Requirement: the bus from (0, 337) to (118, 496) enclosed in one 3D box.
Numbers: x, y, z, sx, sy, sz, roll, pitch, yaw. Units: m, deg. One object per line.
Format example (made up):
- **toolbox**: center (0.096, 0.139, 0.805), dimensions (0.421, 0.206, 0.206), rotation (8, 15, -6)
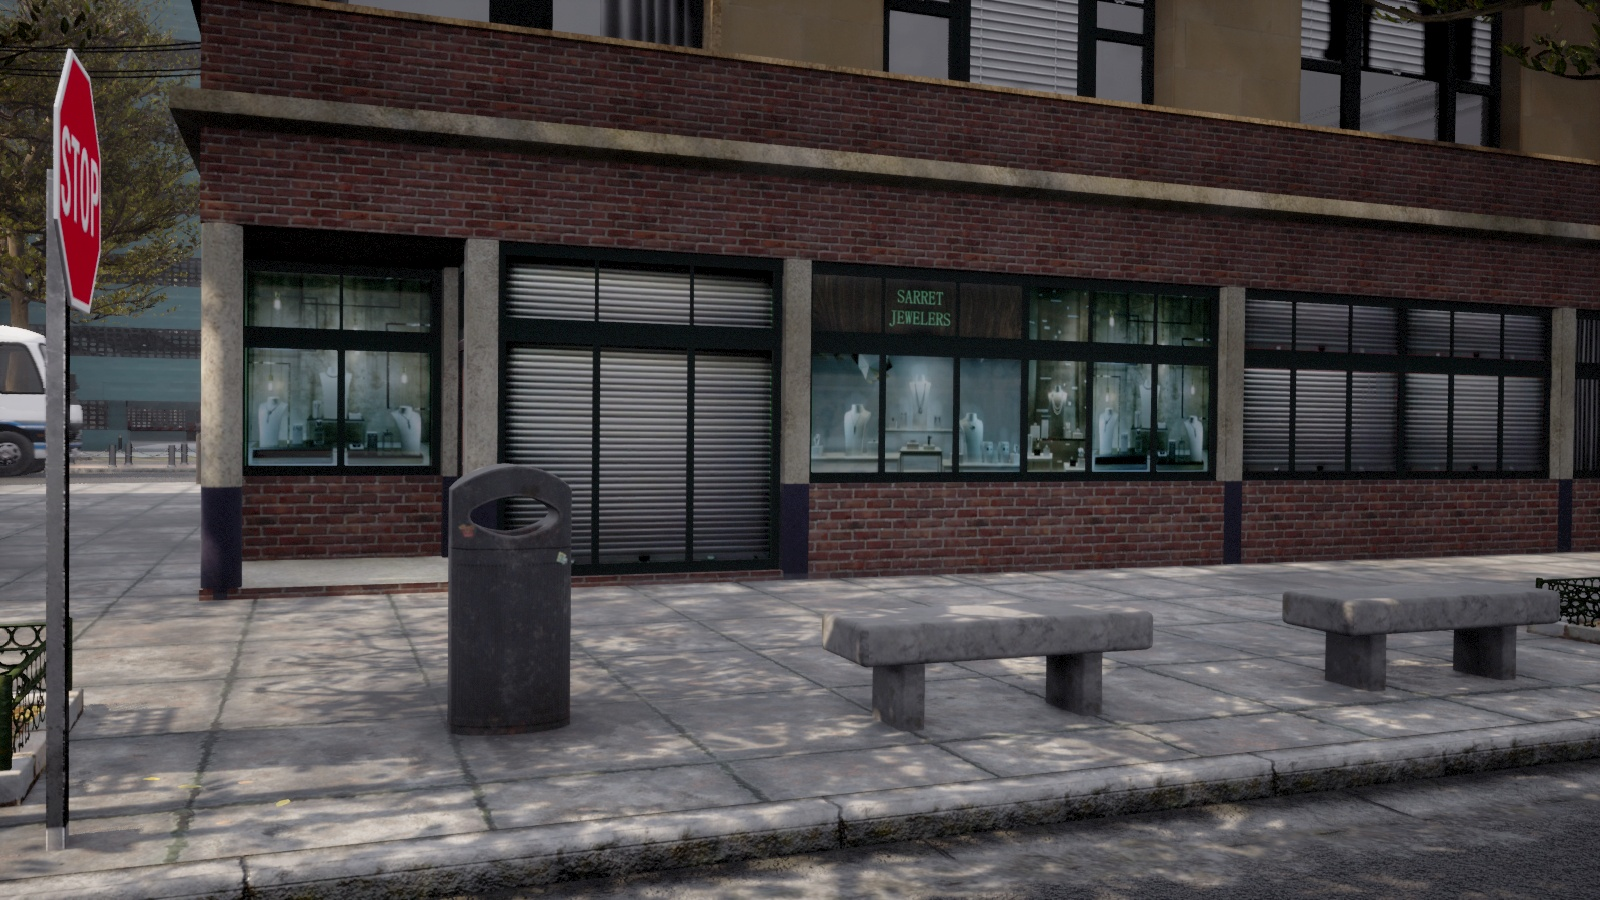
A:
- **bus**: center (-24.801, -0.870, 34.359), dimensions (10.273, 4.253, 3.944), rotation (-1, 1, -21)
